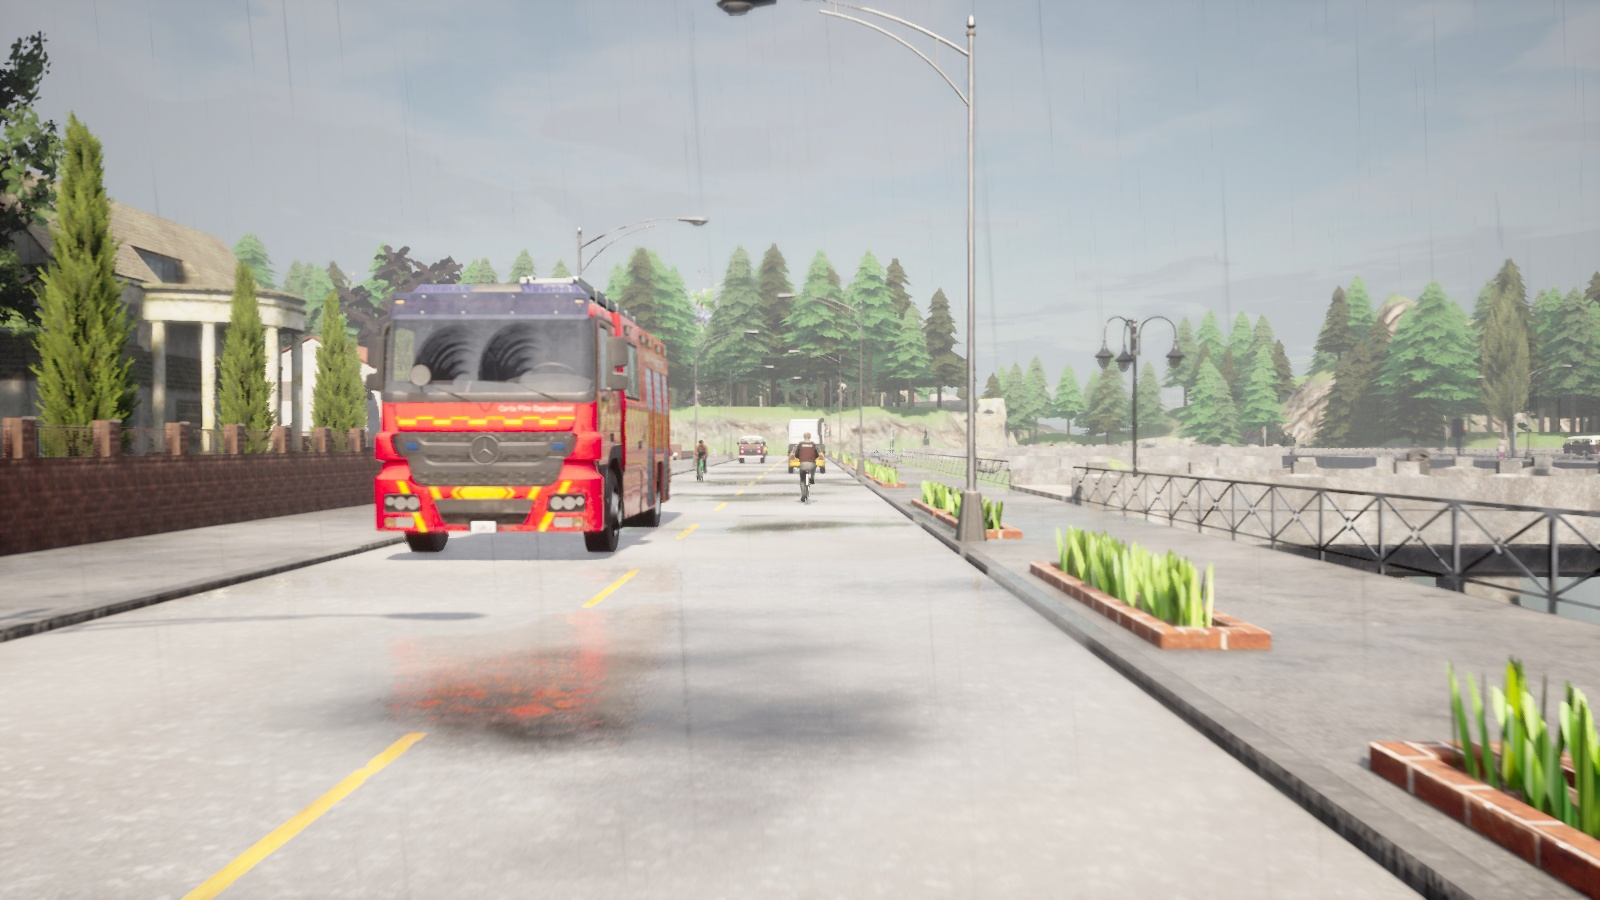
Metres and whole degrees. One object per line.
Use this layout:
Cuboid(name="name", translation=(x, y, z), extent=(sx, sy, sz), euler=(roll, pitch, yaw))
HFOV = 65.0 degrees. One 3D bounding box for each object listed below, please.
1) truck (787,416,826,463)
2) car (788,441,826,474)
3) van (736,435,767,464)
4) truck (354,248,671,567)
Cuboid(name="truck", translation=(0.526, -0.778, 96.480), extent=(2.891, 3.462, 7.936), euler=(0, 0, 0))
Cuboid(name="car", translation=(0.348, 0.332, 62.795), extent=(1.801, 1.575, 5.366), euler=(0, 0, 0))
Cuboid(name="van", translation=(-3.501, -0.048, 91.466), extent=(2.069, 2.038, 4.480), euler=(0, 0, 0))
Cuboid(name="truck", translation=(-3.884, -0.530, 19.318), extent=(2.891, 3.827, 8.468), euler=(0, 0, 0))
